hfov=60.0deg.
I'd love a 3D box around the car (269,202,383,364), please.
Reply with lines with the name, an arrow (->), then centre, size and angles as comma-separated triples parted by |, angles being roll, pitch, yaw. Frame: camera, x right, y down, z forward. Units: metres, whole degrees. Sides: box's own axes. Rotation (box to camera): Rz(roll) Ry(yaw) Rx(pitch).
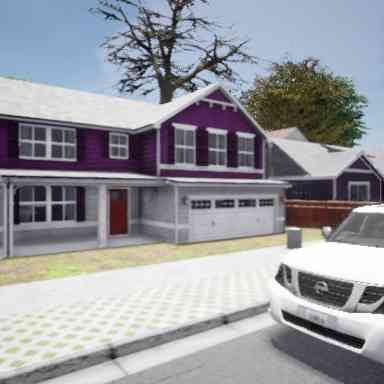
car -> 3.819, 1.211, 5.760 | 5.566, 2.045, 2.150 | 0, 0, -35
